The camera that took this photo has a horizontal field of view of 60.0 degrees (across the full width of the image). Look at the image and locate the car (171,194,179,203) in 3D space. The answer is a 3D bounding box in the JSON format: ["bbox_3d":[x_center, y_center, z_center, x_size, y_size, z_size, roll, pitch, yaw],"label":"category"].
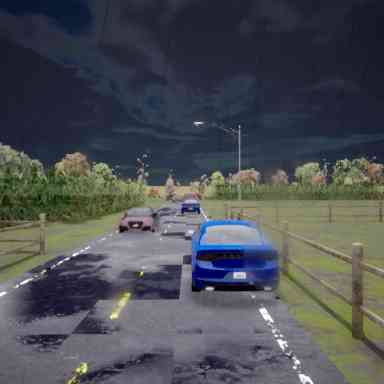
[{"bbox_3d":[-3.106,1.291,68.817,2.097,1.767,4.553,0,0,0],"label":"car"}]

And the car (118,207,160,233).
[{"bbox_3d":[-2.948,1.561,19.342,1.994,1.385,4.181,0,0,0],"label":"car"}]

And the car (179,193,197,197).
[{"bbox_3d":[-0.229,1.196,45.371,2.150,2.045,5.566,0,0,0],"label":"car"}]

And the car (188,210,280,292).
[{"bbox_3d":[0.919,1.477,8.967,1.882,1.535,5.008,0,0,0],"label":"car"}]

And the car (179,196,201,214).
[{"bbox_3d":[-0.113,1.465,34.940,1.882,1.535,5.008,0,0,0],"label":"car"}]
